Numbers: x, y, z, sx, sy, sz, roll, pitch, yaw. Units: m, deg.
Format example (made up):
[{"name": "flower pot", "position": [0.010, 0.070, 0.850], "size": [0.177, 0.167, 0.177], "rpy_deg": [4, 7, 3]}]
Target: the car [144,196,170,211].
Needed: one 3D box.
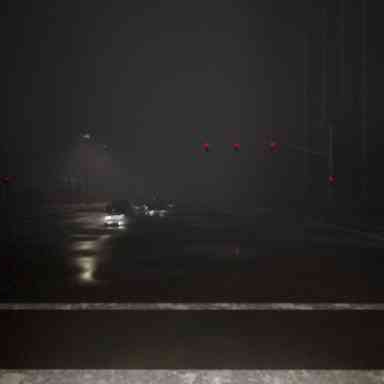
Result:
[{"name": "car", "position": [-4.230, 1.543, 41.184], "size": [2.033, 1.411, 5.357], "rpy_deg": [0, 0, -1]}]

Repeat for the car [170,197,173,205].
[{"name": "car", "position": [-4.392, 1.541, 60.095], "size": [2.033, 1.411, 5.357], "rpy_deg": [0, 0, 0]}]

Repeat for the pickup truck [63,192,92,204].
[{"name": "pickup truck", "position": [-20.956, 1.052, 60.270], "size": [2.390, 2.098, 6.274], "rpy_deg": [0, 0, 30]}]

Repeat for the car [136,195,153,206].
[{"name": "car", "position": [-7.846, 1.520, 53.128], "size": [1.812, 1.442, 4.674], "rpy_deg": [0, 0, 0]}]

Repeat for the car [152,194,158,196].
[{"name": "car", "position": [-7.842, 1.544, 61.217], "size": [2.033, 1.411, 5.357], "rpy_deg": [0, 0, -1]}]

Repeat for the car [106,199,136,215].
[{"name": "car", "position": [-7.560, 1.487, 34.454], "size": [2.128, 1.511, 4.902], "rpy_deg": [0, 0, -1]}]

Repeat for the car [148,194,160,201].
[{"name": "car", "position": [-7.934, 1.160, 69.787], "size": [1.994, 1.385, 4.181], "rpy_deg": [0, 0, -1]}]
